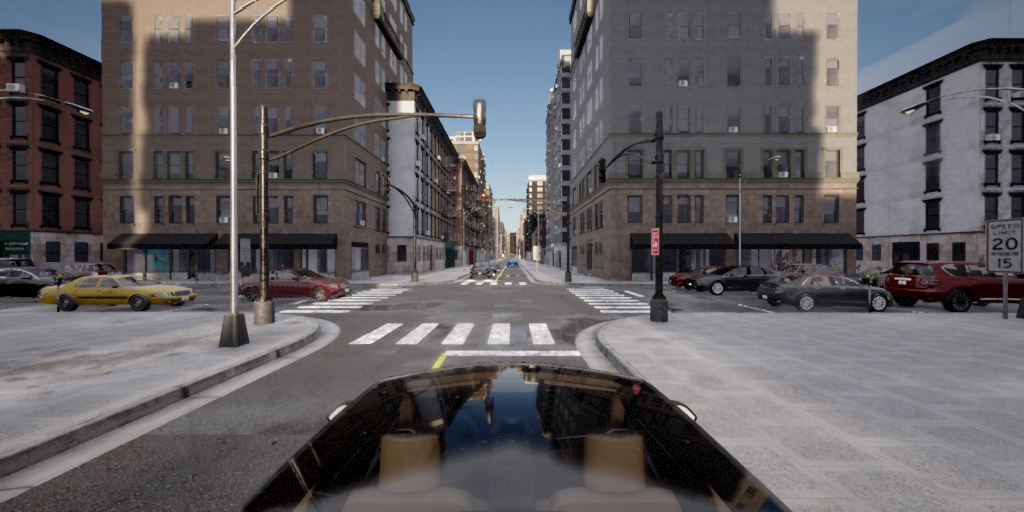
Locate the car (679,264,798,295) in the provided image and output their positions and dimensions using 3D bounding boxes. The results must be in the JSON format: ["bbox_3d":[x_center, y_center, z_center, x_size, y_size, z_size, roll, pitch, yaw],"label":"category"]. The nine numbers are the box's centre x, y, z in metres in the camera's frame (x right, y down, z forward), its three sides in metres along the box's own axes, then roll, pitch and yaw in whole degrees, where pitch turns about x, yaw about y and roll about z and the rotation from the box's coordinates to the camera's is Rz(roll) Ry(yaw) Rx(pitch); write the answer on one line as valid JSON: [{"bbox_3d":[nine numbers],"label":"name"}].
[{"bbox_3d":[11.919,1.251,19.100,4.892,1.490,1.837,0,0,0],"label":"car"}]

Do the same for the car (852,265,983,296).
[{"bbox_3d":[21.401,1.253,19.073,4.892,1.490,1.837,0,0,0],"label":"car"}]

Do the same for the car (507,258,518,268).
[{"bbox_3d":[0.144,1.239,63.126,1.882,1.535,5.008,0,0,0],"label":"car"}]

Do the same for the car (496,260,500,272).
[{"bbox_3d":[-2.751,1.301,43.515,2.033,1.411,5.357,0,0,0],"label":"car"}]

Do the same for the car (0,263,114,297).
[{"bbox_3d":[-21.459,1.246,16.256,4.902,1.511,2.128,0,0,0],"label":"car"}]

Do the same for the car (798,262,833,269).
[{"bbox_3d":[17.226,1.174,21.627,4.097,1.591,1.967,0,0,0],"label":"car"}]

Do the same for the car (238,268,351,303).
[{"bbox_3d":[-9.780,1.281,16.211,4.674,1.442,1.812,0,0,0],"label":"car"}]

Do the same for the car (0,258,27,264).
[{"bbox_3d":[-32.014,1.039,21.783,5.009,1.841,2.192,0,0,0],"label":"car"}]

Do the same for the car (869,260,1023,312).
[{"bbox_3d":[17.200,1.089,13.602,5.009,1.841,2.192,0,0,0],"label":"car"}]

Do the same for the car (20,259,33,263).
[{"bbox_3d":[-26.352,1.165,21.765,4.097,1.591,1.967,0,0,0],"label":"car"}]

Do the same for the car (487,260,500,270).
[{"bbox_3d":[-2.720,1.283,53.621,1.812,1.442,4.674,0,0,0],"label":"car"}]

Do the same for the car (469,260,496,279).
[{"bbox_3d":[-2.777,1.256,33.016,1.837,1.490,4.892,0,0,0],"label":"car"}]

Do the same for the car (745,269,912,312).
[{"bbox_3d":[11.791,1.323,13.619,4.403,1.370,2.007,0,0,0],"label":"car"}]

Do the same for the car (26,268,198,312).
[{"bbox_3d":[-14.885,1.292,13.704,4.829,1.417,1.751,0,0,0],"label":"car"}]

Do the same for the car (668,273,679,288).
[{"bbox_3d":[11.817,1.278,21.644,4.507,1.381,1.888,0,0,0],"label":"car"}]
